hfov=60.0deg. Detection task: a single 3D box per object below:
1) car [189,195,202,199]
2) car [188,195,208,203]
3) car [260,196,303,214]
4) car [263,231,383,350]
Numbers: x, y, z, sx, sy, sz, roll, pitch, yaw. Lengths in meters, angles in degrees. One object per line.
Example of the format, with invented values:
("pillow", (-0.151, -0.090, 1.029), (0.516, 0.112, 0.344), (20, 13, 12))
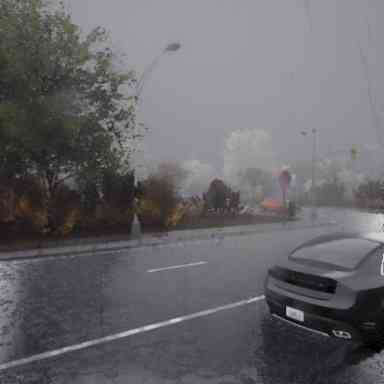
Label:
("car", (-1.343, 1.162, 51.156), (2.150, 2.045, 5.566), (0, 1, -33))
("car", (1.149, 1.348, 67.160), (1.994, 1.385, 4.181), (0, 1, -33))
("car", (9.184, 1.349, 34.483), (2.097, 1.767, 4.553), (0, 0, -32))
("car", (3.454, 1.504, 6.210), (4.892, 1.490, 1.837), (0, 0, -36))
